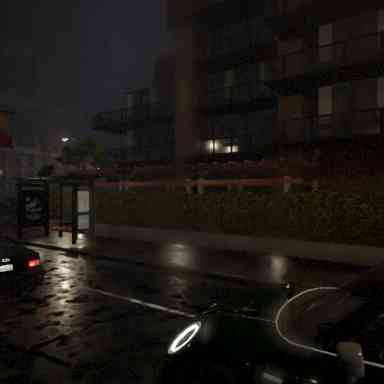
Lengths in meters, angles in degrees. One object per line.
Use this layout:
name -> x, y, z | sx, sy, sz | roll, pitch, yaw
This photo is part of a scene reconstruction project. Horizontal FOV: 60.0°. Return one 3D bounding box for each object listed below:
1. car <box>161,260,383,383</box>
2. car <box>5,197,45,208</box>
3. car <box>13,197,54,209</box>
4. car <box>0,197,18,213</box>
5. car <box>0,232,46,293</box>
car -> 1.914, 1.352, 2.639 | 4.553, 1.767, 2.097 | 0, 0, 35
car -> -24.521, 1.477, 49.072 | 1.882, 1.535, 5.008 | 0, 0, 35
car -> -22.024, 1.505, 46.529 | 1.837, 1.490, 4.892 | 0, 0, 36
car -> -18.681, 1.352, 37.127 | 2.097, 1.767, 4.553 | 0, 0, 36
car -> -5.701, 1.547, 8.018 | 5.357, 1.411, 2.033 | 0, 0, 36
